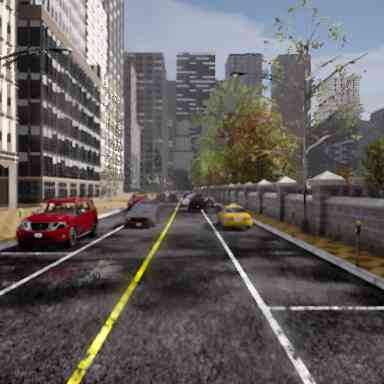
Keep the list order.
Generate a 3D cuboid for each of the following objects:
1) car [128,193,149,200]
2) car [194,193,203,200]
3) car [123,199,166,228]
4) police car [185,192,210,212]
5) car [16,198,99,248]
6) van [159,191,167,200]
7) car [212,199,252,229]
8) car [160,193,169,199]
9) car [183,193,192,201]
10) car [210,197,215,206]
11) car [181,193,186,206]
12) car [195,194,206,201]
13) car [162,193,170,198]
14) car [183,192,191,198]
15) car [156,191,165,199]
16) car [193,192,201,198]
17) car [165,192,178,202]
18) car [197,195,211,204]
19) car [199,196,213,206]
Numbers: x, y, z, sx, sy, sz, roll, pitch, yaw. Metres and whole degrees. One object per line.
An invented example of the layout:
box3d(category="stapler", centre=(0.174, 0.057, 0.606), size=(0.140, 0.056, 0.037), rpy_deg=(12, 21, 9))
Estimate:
box3d(category="car", centre=(-5.812, 1.049, 36.593), size=(2.192, 1.841, 5.009), rpy_deg=(0, 0, -1))
box3d(category="car", centre=(1.451, 1.017, 75.443), size=(1.802, 1.307, 4.206), rpy_deg=(0, 0, -1))
box3d(category="car", centre=(-2.971, 1.396, 21.080), size=(2.033, 1.411, 5.357), rpy_deg=(0, 0, -1))
box3d(category="police car", centre=(0.513, 1.174, 34.599), size=(1.930, 1.638, 5.238), rpy_deg=(0, 0, -1))
box3d(category="car", centre=(-5.514, 1.213, 14.400), size=(2.192, 1.841, 5.009), rpy_deg=(0, 0, 0))
box3d(category="van", centre=(-6.574, 0.777, 75.374), size=(1.690, 1.788, 3.998), rpy_deg=(0, 0, -1))
box3d(category="car", centre=(2.459, 1.381, 20.132), size=(1.752, 1.417, 4.829), rpy_deg=(0, 0, -1))
box3d(category="car", centre=(-6.683, 0.974, 80.916), size=(1.802, 1.307, 4.206), rpy_deg=(0, 0, -1))
box3d(category="car", centre=(-0.970, 0.943, 68.320), size=(1.882, 1.535, 5.008), rpy_deg=(0, 0, -1))
box3d(category="car", centre=(2.107, 1.242, 42.151), size=(2.008, 1.369, 4.403), rpy_deg=(0, 0, -1))
box3d(category="car", centre=(-0.147, 1.201, 44.276), size=(1.812, 1.442, 4.674), rpy_deg=(0, 0, -14))
box3d(category="car", centre=(1.670, 1.088, 64.346), size=(1.947, 1.339, 4.313), rpy_deg=(0, 0, -1))
box3d(category="car", centre=(-6.789, 0.874, 86.285), size=(1.752, 1.417, 4.829), rpy_deg=(0, 0, -1))
box3d(category="car", centre=(-1.396, 0.685, 89.868), size=(2.128, 1.511, 4.902), rpy_deg=(0, 0, -1))
box3d(category="car", centre=(-6.465, 0.795, 69.834), size=(2.192, 1.841, 5.009), rpy_deg=(0, 0, -1))
box3d(category="car", centre=(1.233, 0.786, 86.539), size=(1.967, 1.590, 4.097), rpy_deg=(0, 0, -1))
box3d(category="car", centre=(-3.645, 1.036, 62.981), size=(1.837, 1.490, 4.892), rpy_deg=(0, 1, 0))
box3d(category="car", centre=(1.888, 1.173, 53.248), size=(1.947, 1.339, 4.313), rpy_deg=(0, 0, -1))
box3d(category="car", centre=(1.998, 1.231, 47.700), size=(1.802, 1.307, 4.206), rpy_deg=(0, 0, -1))
